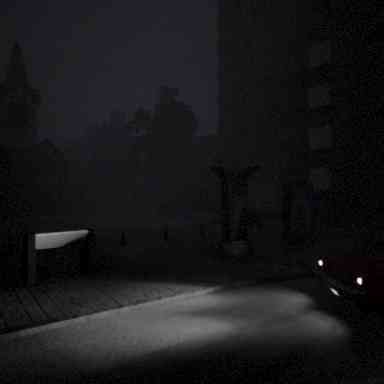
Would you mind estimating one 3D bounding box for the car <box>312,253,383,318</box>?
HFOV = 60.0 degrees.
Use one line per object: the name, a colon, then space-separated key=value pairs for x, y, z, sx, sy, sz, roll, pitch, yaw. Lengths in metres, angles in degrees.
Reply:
car: x=4.899 y=1.561 z=6.440 sx=4.718 sy=1.301 sz=1.895 roll=0 pitch=0 yaw=-4
